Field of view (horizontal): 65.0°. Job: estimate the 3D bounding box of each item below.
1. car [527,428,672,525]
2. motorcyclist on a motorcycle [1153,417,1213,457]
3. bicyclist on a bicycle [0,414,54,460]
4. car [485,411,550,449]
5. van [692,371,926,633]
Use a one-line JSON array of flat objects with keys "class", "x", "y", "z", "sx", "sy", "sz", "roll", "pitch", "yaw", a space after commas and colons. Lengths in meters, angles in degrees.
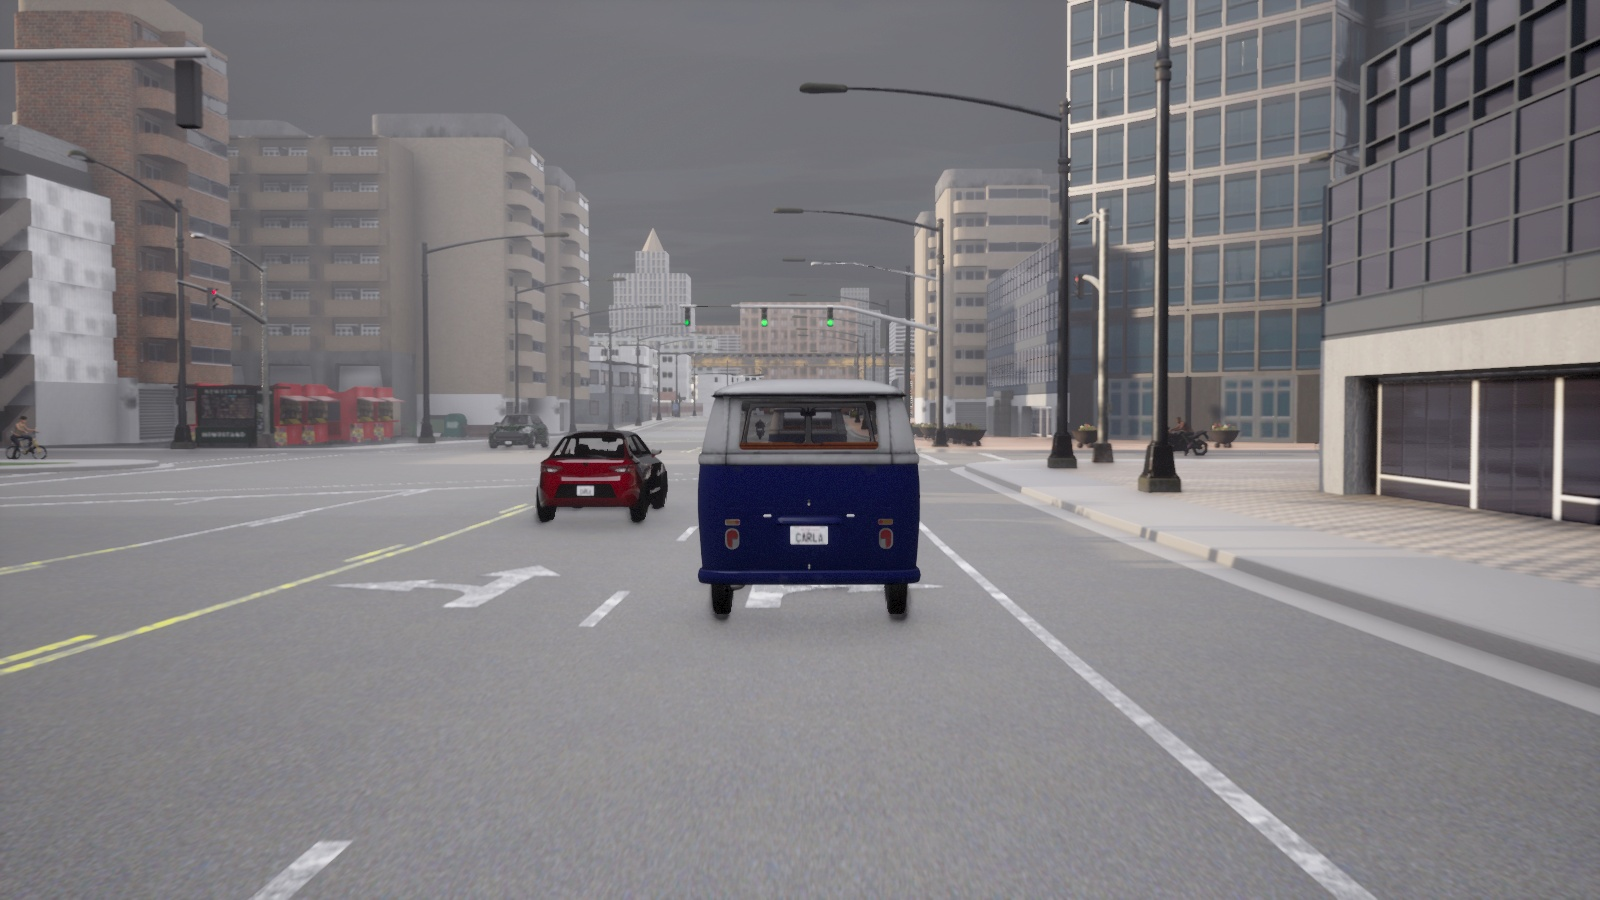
[{"class": "car", "x": -3.360, "y": 0.375, "z": 21.808, "sx": 1.816, "sy": 1.474, "sz": 4.193, "roll": 0, "pitch": 2, "yaw": 0}, {"class": "motorcyclist on a motorcycle", "x": 14.569, "y": -0.494, "z": 47.824, "sx": 2.044, "sy": 1.523, "sz": 0.797, "roll": 0, "pitch": 2, "yaw": 1}, {"class": "bicyclist on a bicycle", "x": -27.717, "y": -0.465, "z": 44.904, "sx": 1.509, "sy": 1.612, "sz": 0.866, "roll": 0, "pitch": 2, "yaw": 1}, {"class": "car", "x": -13.635, "y": -0.989, "z": 60.852, "sx": 2.097, "sy": 1.767, "sz": 4.553, "roll": 0, "pitch": 1, "yaw": 0}, {"class": "van", "x": 0.083, "y": 0.357, "z": 11.764, "sx": 1.775, "sy": 1.987, "sz": 4.442, "roll": 0, "pitch": 1, "yaw": 0}]
